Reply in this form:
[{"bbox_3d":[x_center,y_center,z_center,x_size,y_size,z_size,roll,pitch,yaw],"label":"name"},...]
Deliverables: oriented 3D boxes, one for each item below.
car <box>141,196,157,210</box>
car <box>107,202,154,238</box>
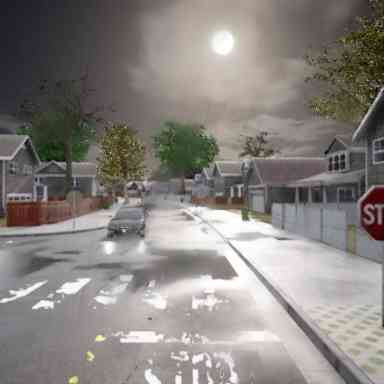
[{"bbox_3d":[-5.663,1.353,43.784,2.097,1.767,4.553,0,0,-7],"label":"car"},{"bbox_3d":[-3.254,1.542,17.787,1.837,1.490,4.892,0,0,-3],"label":"car"}]
